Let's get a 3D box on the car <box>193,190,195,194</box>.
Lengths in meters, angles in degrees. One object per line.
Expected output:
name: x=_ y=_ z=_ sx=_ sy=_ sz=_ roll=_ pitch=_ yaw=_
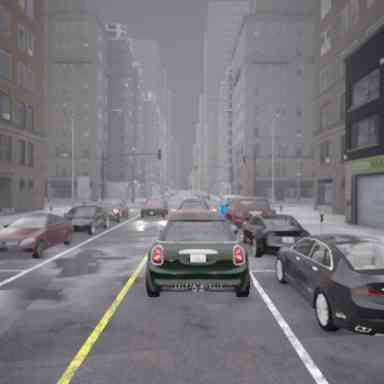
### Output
car: x=2.152 y=0.691 z=95.234 sx=1.887 sy=1.381 sz=4.507 roll=0 pitch=0 yaw=-1

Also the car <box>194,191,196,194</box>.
car: x=2.265 y=0.766 z=89.581 sx=1.802 sy=1.307 sz=4.206 roll=0 pitch=0 yaw=-1

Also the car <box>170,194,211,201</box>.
car: x=0.139 y=1.171 z=18.410 sx=2.097 sy=1.767 sz=4.553 roll=0 pitch=0 yaw=2

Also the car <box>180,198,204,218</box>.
car: x=0.056 y=1.256 z=27.676 sx=1.812 sy=1.442 sz=4.674 roll=0 pitch=1 yaw=2

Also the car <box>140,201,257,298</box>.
car: x=0.119 y=1.268 z=8.485 sx=2.097 sy=1.767 sz=4.553 roll=0 pitch=0 yaw=0

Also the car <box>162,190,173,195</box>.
car: x=-6.034 y=0.717 z=78.116 sx=1.967 sy=1.590 sz=4.097 roll=0 pitch=0 yaw=-1

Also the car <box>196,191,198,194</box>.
car: x=2.490 y=0.858 z=78.278 sx=1.802 sy=1.307 sz=4.206 roll=0 pitch=0 yaw=-1

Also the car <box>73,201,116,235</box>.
car: x=-5.631 y=1.394 z=17.570 sx=1.947 sy=1.339 sz=4.313 roll=0 pitch=1 yaw=0

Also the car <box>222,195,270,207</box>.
car: x=2.895 y=1.143 z=17.556 sx=2.192 sy=1.841 sz=5.009 roll=0 pitch=1 yaw=0

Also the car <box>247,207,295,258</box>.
car: x=2.883 y=1.448 z=12.035 sx=1.947 sy=1.339 sz=4.313 roll=0 pitch=1 yaw=0

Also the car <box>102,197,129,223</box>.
car: x=-5.619 y=1.214 z=23.094 sx=1.967 sy=1.590 sz=4.097 roll=0 pitch=1 yaw=0

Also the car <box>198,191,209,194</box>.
car: x=2.714 y=0.814 z=66.969 sx=1.967 sy=1.590 sz=4.097 roll=0 pitch=0 yaw=-1

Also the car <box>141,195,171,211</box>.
car: x=-2.944 y=1.236 z=26.886 sx=1.882 sy=1.535 sz=5.008 roll=0 pitch=1 yaw=0

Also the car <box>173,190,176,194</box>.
car: x=-6.372 y=0.463 z=95.077 sx=2.192 sy=1.841 sz=5.009 roll=0 pitch=0 yaw=-1

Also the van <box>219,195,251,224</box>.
van: x=2.907 y=1.116 z=23.080 sx=1.690 sy=1.788 sz=3.998 roll=0 pitch=1 yaw=0

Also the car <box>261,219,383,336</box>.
car: x=2.872 y=1.486 z=6.512 sx=2.008 sy=1.369 sz=4.403 roll=0 pitch=1 yaw=0

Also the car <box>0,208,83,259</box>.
car: x=-5.643 y=1.463 z=12.045 sx=1.802 sy=1.307 sz=4.206 roll=0 pitch=1 yaw=0
